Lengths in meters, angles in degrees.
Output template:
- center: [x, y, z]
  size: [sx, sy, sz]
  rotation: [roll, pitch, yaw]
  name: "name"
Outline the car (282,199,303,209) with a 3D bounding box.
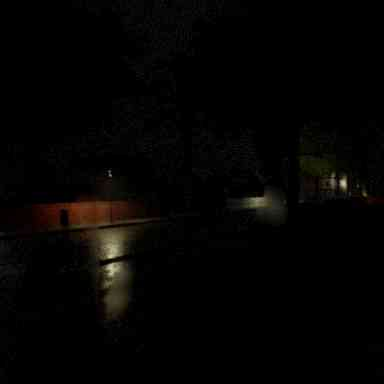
- center: [14.196, 1.591, 46.554]
  size: [1.812, 1.442, 4.674]
  rotation: [-1, 0, 35]
  name: "car"
